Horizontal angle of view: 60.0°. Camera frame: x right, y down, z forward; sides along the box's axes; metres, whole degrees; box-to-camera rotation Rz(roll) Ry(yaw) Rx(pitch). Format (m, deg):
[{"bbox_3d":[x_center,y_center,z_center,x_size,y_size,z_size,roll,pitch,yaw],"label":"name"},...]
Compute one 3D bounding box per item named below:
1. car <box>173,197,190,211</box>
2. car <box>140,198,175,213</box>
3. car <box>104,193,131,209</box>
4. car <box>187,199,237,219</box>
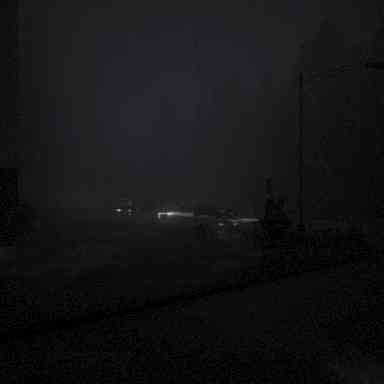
[{"bbox_3d":[-1.671,1.352,41.188,2.097,1.767,4.553,0,0,-36],"label":"car"},{"bbox_3d":[-4.165,1.564,37.475,1.994,1.385,4.181,0,0,-35],"label":"car"},{"bbox_3d":[-10.413,1.221,46.220,2.150,2.045,5.566,0,0,-35],"label":"car"},{"bbox_3d":[1.891,1.525,29.052,1.812,1.442,4.674,0,0,-36],"label":"car"}]
